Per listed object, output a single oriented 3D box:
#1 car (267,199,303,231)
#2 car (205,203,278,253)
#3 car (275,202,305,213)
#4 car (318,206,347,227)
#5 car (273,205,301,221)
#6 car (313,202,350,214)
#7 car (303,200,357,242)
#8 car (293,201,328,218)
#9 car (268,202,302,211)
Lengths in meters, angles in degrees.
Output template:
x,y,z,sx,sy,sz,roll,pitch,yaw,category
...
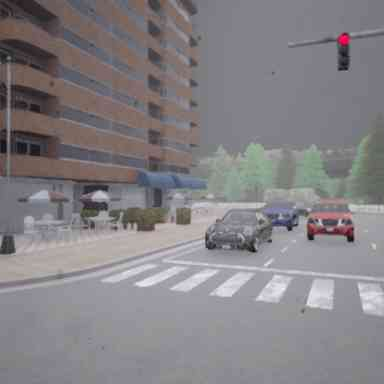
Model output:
x,y,z,sx,sy,sz,roll,pitch,yaw,category
6.285,1.554,23.647,2.150,2.045,5.566,-1,-1,24,car
2.258,1.565,14.953,2.097,1.767,4.553,-1,-1,25,car
14.329,2.259,48.776,1.994,1.385,4.181,0,-1,-22,car
11.330,1.889,27.137,1.812,1.442,4.674,-1,-1,19,car
9.367,2.032,33.107,1.994,1.385,4.181,0,-1,7,car
19.042,2.113,45.571,2.128,1.511,4.902,0,-1,-14,car
7.671,1.461,18.261,2.150,2.045,5.566,-1,-1,25,car
13.169,1.868,37.225,2.097,1.767,4.553,0,-1,-2,car
15.340,2.337,54.983,2.033,1.411,5.357,0,-1,-33,car
